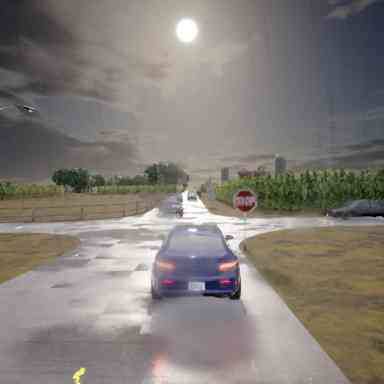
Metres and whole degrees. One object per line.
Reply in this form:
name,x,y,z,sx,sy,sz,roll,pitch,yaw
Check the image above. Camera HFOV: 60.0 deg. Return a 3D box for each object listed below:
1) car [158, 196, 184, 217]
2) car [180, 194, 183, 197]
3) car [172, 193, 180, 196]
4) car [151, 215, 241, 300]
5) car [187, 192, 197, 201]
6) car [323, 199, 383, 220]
car,-2.044,1.436,30.558,1.837,1.490,4.892,-1,0,-11
car,-2.870,1.355,53.319,1.895,1.301,4.718,0,1,0
car,-2.873,1.315,43.087,1.882,1.535,5.008,0,0,0
car,0.087,1.525,8.268,1.812,1.442,4.674,0,0,0
car,0.061,1.186,69.570,1.895,1.301,4.718,0,1,0
car,12.617,1.257,24.573,5.357,1.411,2.033,-1,0,-2
